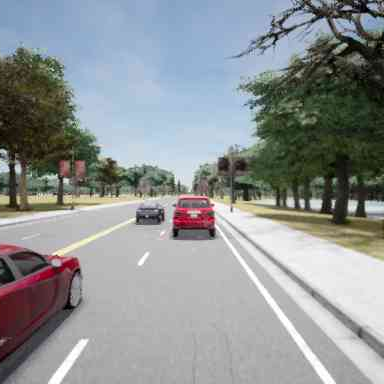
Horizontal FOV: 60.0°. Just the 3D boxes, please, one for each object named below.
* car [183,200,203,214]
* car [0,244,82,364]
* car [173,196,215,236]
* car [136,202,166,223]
[{"bbox_3d":[0.093,1.638,37.332,2.033,1.411,5.357,0,0,0],"label":"car"},{"bbox_3d":[-3.152,1.478,4.781,1.882,1.535,5.008,0,0,0],"label":"car"},{"bbox_3d":[0.096,1.237,18.617,2.150,2.045,5.566,0,0,0],"label":"car"},{"bbox_3d":[-3.155,1.529,25.834,2.128,1.511,4.902,0,0,0],"label":"car"}]
